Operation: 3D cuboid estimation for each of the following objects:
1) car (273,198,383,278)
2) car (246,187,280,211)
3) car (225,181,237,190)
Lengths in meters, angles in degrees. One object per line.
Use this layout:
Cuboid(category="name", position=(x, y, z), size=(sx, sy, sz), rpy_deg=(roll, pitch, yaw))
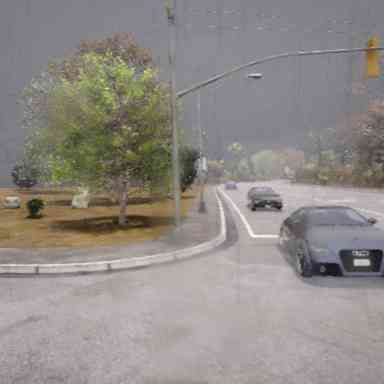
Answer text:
Cuboid(category="car", position=(3.420, 1.058, 8.287), size=(1.994, 1.385, 4.181), rpy_deg=(-2, 3, 6))
Cuboid(category="car", position=(4.684, 0.364, 22.324), size=(2.033, 1.411, 5.357), rpy_deg=(-2, 3, 4))
Cuboid(category="car", position=(6.335, -1.058, 54.457), size=(1.812, 1.442, 4.674), rpy_deg=(-2, 2, 3))
